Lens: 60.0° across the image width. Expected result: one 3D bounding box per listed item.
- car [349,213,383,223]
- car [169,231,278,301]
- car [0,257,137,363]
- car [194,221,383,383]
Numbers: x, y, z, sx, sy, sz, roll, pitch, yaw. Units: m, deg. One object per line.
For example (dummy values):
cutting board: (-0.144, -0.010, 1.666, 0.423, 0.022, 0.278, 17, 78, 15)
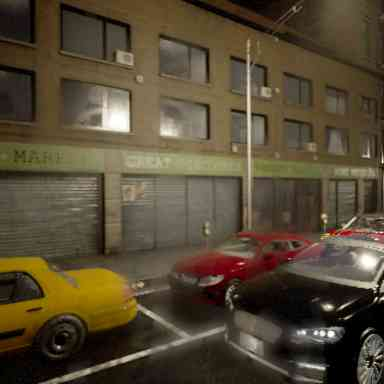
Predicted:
car: (5.946, 1.436, 10.790, 4.097, 1.590, 1.967, 0, -1, -36)
car: (1.474, 1.579, 7.594, 4.206, 1.307, 1.802, 0, 0, -36)
car: (-3.139, 1.526, 4.302, 4.829, 1.417, 1.752, 0, 0, -36)
car: (2.679, 1.488, 5.291, 4.902, 1.511, 2.128, 0, 0, -36)
